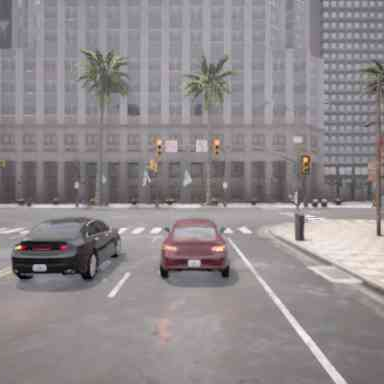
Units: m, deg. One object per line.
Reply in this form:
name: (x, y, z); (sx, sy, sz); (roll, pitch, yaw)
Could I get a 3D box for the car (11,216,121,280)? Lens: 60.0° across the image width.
car: (-3.422, 1.494, 9.927); (1.837, 1.490, 4.892); (0, -1, 0)

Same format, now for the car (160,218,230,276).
car: (0.088, 1.518, 10.170); (1.812, 1.442, 4.674); (0, 0, 1)
